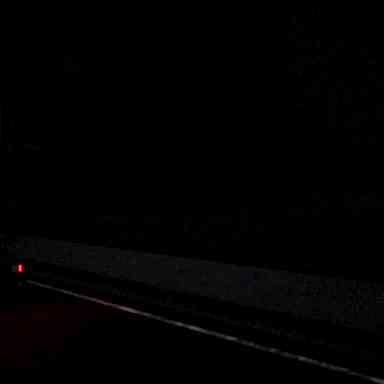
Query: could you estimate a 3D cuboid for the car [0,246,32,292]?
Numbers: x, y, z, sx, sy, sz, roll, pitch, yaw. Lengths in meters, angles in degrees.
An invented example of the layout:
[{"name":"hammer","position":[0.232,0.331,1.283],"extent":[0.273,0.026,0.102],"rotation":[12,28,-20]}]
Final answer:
[{"name":"car","position":[-5.844,1.660,7.812],"extent":[4.718,1.301,1.895],"rotation":[0,0,36]}]
